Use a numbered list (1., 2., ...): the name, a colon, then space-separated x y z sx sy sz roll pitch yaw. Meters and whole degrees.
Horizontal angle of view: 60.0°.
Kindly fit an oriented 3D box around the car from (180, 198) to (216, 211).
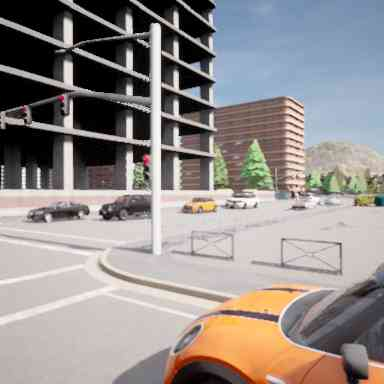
1. car: 0.843 1.498 41.883 2.128 1.511 4.902 0 0 35

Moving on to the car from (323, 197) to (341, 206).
1. car: 23.038 1.503 54.737 1.812 1.442 4.674 0 0 35

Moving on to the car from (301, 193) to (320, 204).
1. car: 20.029 1.209 56.523 2.150 2.045 5.566 0 0 35

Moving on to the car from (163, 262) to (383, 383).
1. car: 1.934 1.352 2.614 4.553 1.767 2.097 0 0 36

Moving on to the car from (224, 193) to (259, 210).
1. car: 6.941 1.218 44.412 2.150 2.045 5.566 0 0 36

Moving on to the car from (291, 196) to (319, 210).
1. car: 14.266 1.578 42.331 1.895 1.301 4.718 0 0 35

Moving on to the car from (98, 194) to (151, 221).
1. car: -5.049 1.219 27.526 2.150 2.045 5.566 0 0 35

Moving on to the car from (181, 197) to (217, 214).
1. car: 0.847 1.349 35.841 2.097 1.767 4.553 0 0 35

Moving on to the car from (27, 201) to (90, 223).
1. car: -10.358 1.498 26.107 2.128 1.511 4.902 0 0 36

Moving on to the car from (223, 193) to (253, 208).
1. car: 7.067 1.227 50.594 2.150 2.045 5.566 0 0 36
